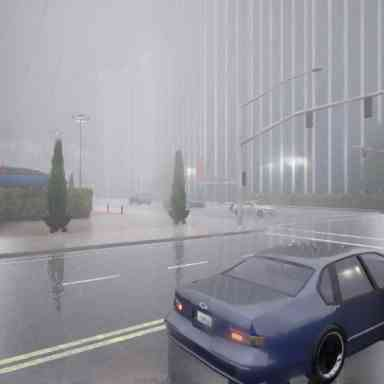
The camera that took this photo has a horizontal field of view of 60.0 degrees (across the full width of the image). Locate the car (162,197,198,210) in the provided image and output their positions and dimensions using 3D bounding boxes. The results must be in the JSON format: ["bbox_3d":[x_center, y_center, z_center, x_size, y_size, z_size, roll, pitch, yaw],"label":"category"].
[{"bbox_3d":[-1.874,1.488,41.326,2.128,1.511,4.902,0,0,-36],"label":"car"}]

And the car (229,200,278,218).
[{"bbox_3d":[5.755,1.526,30.845,1.812,1.442,4.674,0,0,-36],"label":"car"}]

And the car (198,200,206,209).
[{"bbox_3d":[-0.172,1.478,44.939,1.882,1.535,5.008,0,0,-36],"label":"car"}]

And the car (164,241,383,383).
[{"bbox_3d":[2.203,1.547,5.375,5.357,1.411,2.033,0,0,-35],"label":"car"}]

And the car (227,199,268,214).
[{"bbox_3d":[6.029,1.564,36.386,1.994,1.385,4.181,0,0,-36],"label":"car"}]

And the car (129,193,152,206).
[{"bbox_3d":[-8.950,1.215,57.137,2.150,2.045,5.566,0,1,-35],"label":"car"}]
